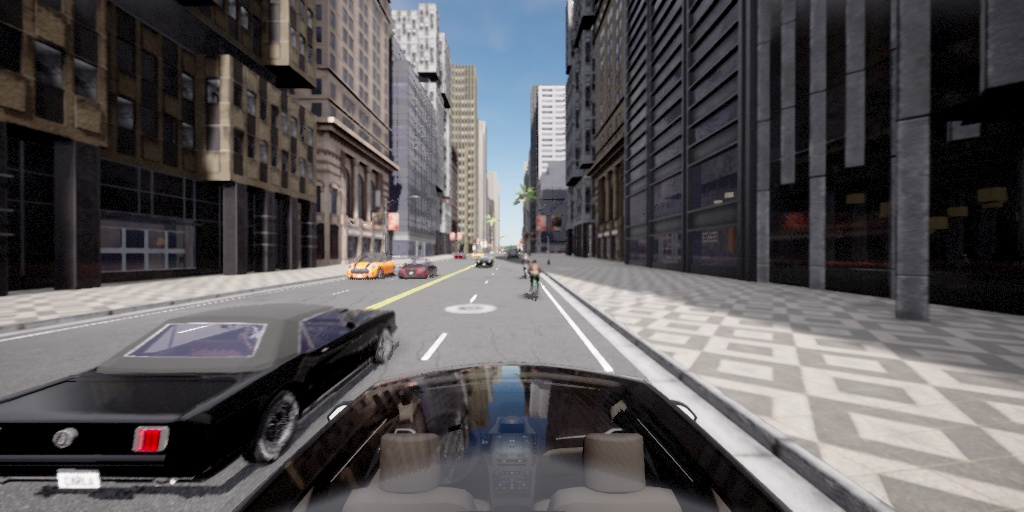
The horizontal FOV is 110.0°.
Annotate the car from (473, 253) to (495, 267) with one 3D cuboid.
[{"bbox_3d":[-3.046,0.582,41.479,1.895,1.301,4.718,0,1,0],"label":"car"}]

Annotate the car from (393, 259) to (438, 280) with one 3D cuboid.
[{"bbox_3d":[-6.535,0.875,25.203,1.994,1.385,4.181,0,1,0],"label":"car"}]

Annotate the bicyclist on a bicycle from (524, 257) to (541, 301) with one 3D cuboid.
[{"bbox_3d":[0.928,0.965,14.597,0.582,1.620,1.656,0,1,0],"label":"bicyclist on a bicycle"}]

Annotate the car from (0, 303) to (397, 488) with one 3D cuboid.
[{"bbox_3d":[-3.143,1.293,4.826,1.895,1.301,4.718,0,1,0],"label":"car"}]

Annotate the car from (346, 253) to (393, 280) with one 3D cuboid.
[{"bbox_3d":[-9.785,0.662,25.245,2.097,1.767,4.553,0,1,0],"label":"car"}]

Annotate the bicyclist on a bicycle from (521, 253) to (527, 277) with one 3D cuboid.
[{"bbox_3d":[0.955,0.690,24.802,0.659,1.776,1.843,0,1,0],"label":"bicyclist on a bicycle"}]
